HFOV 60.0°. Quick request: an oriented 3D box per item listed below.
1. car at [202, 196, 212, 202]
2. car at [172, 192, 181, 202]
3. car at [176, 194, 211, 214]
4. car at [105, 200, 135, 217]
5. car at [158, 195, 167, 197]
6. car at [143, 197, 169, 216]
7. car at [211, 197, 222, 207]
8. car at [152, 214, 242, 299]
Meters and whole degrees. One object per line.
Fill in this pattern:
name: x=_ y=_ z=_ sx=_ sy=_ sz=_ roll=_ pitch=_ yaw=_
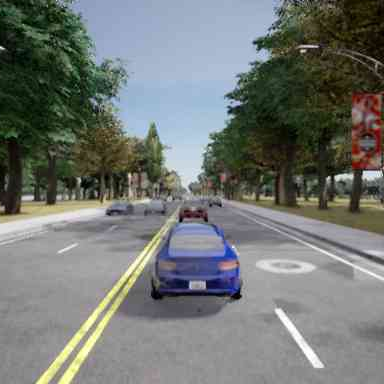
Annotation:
car: x=3.257 y=1.519 z=73.310 sx=1.895 sy=1.301 sz=4.718 roll=0 pitch=0 yaw=0
car: x=-3.243 y=1.070 z=73.612 sx=2.150 sy=2.045 sz=5.566 roll=0 pitch=0 yaw=0
car: x=0.100 y=1.291 z=26.008 sx=2.097 sy=1.767 sz=4.553 roll=0 pitch=0 yaw=0
car: x=-6.597 y=1.478 z=31.257 sx=2.033 sy=1.411 sz=5.357 roll=0 pitch=0 yaw=0
car: x=-6.493 y=1.323 z=73.642 sx=1.882 sy=1.535 sz=5.008 roll=0 pitch=0 yaw=0
car: x=-3.343 y=1.457 z=31.292 sx=1.812 sy=1.442 sz=4.674 roll=0 pitch=0 yaw=0
car: x=3.353 y=1.459 z=49.491 sx=2.033 sy=1.411 sz=5.357 roll=0 pitch=0 yaw=0
car: x=0.100 y=1.502 z=8.259 sx=1.812 sy=1.442 sz=4.674 roll=0 pitch=0 yaw=0
